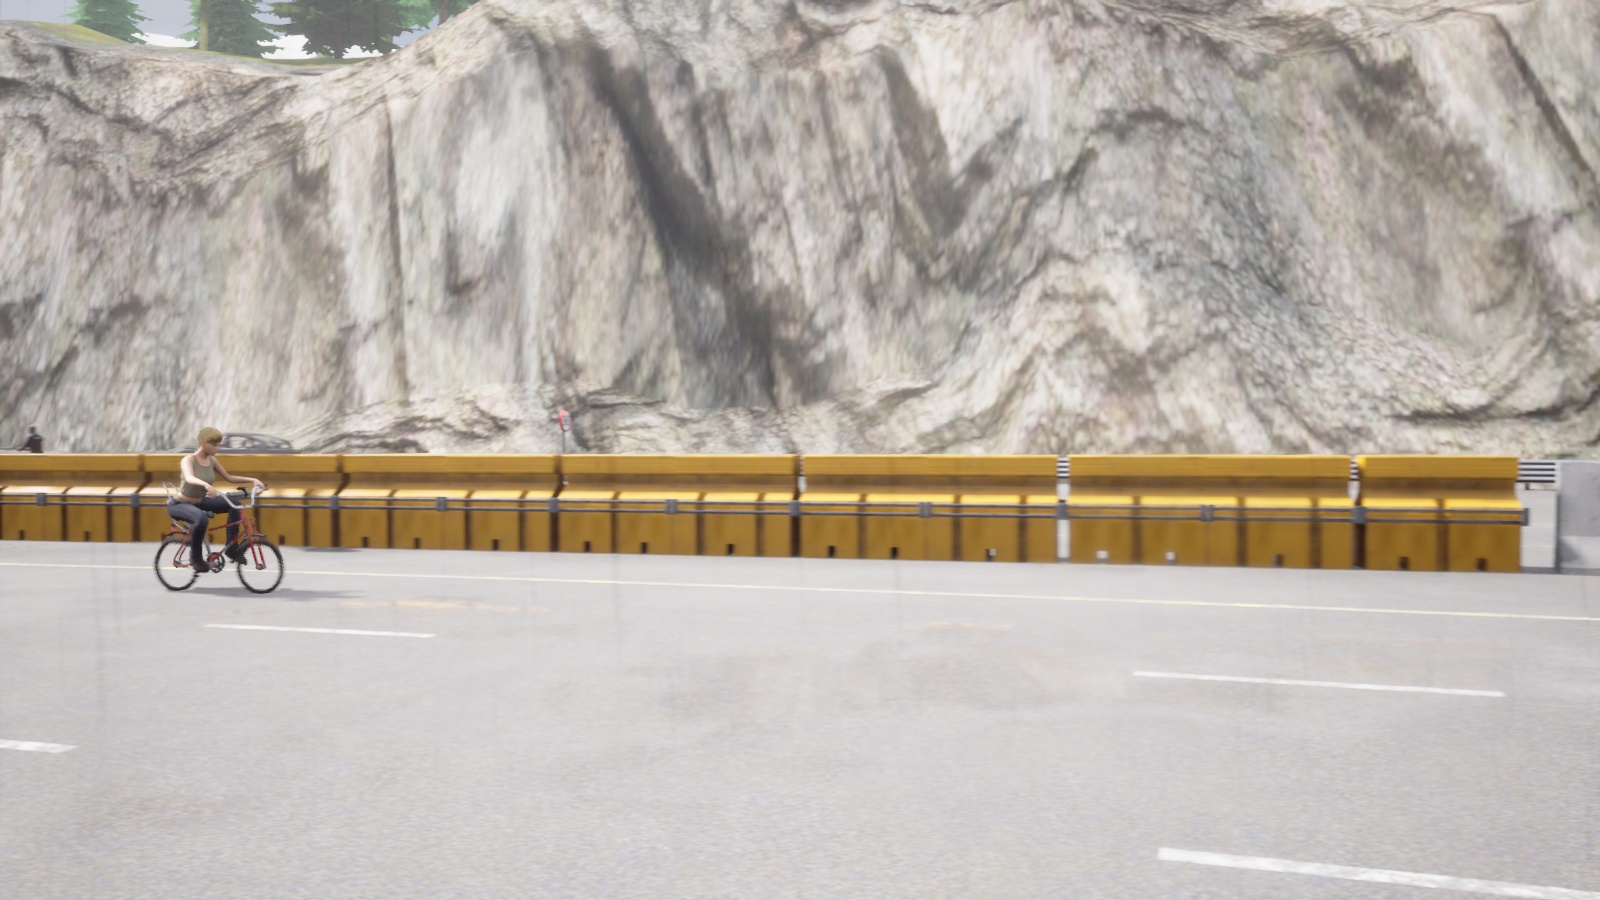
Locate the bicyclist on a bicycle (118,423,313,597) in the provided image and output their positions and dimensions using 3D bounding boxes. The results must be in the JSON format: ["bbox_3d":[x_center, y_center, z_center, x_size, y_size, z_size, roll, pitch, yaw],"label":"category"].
[{"bbox_3d":[-5.667,0.544,12.211,1.509,1.612,0.866,1,1,15],"label":"bicyclist on a bicycle"}]

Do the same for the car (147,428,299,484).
[{"bbox_3d":[-16.757,0.152,36.551,3.705,1.549,1.789,1,1,13],"label":"car"}]
